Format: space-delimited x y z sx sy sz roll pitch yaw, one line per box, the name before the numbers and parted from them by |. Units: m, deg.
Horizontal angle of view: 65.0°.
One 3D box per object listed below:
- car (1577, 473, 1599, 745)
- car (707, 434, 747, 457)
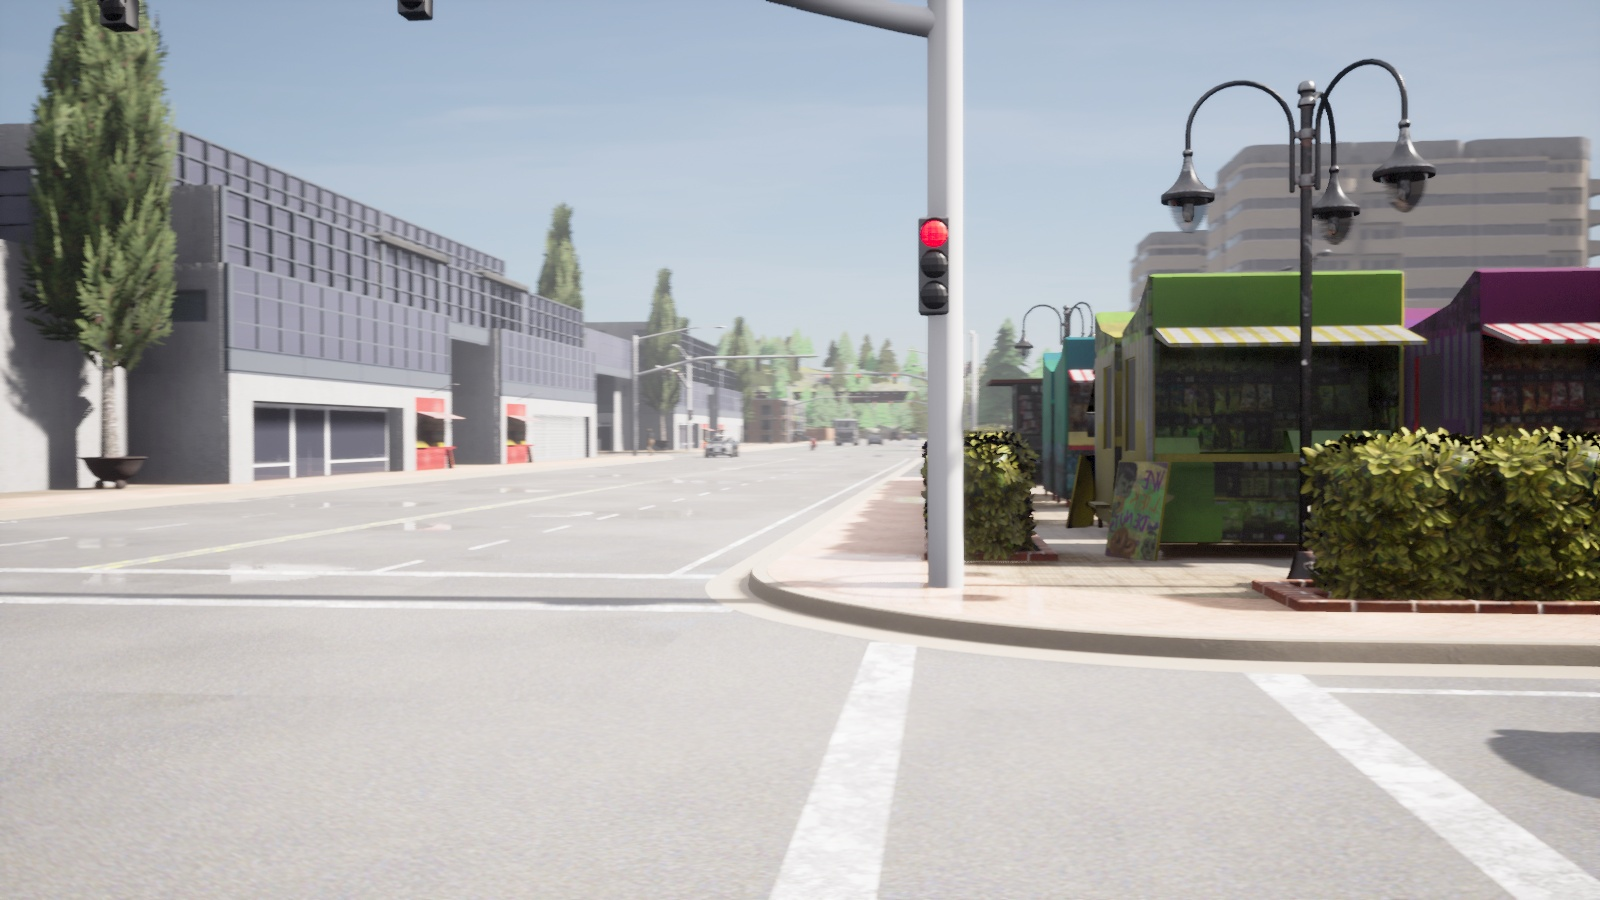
car | 5.086 0.830 5.711 2.207 1.376 1.481 1 1 8
car | -4.758 -0.327 82.215 1.970 1.475 3.806 0 1 6
